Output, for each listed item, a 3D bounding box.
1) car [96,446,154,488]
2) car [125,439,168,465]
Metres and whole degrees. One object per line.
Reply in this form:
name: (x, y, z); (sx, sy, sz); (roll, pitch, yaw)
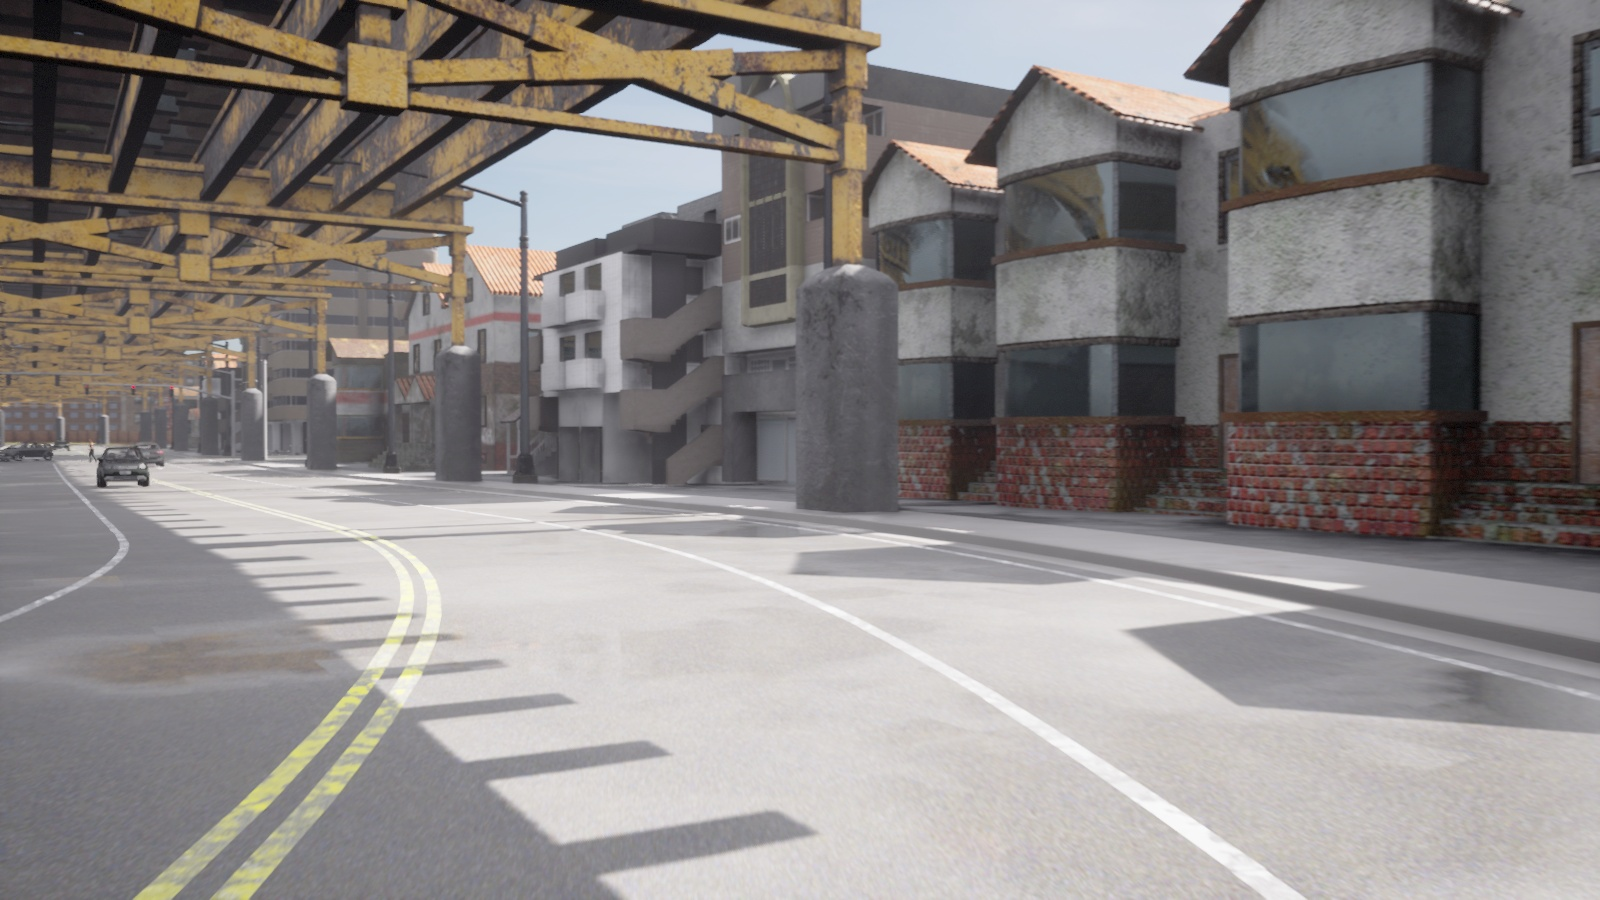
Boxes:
car: (-26.216, 0.613, 48.707); (1.789, 1.549, 3.705); (-1, 0, -31)
car: (-44.643, 0.122, 85.741); (2.242, 1.667, 4.611); (-1, 1, -31)
